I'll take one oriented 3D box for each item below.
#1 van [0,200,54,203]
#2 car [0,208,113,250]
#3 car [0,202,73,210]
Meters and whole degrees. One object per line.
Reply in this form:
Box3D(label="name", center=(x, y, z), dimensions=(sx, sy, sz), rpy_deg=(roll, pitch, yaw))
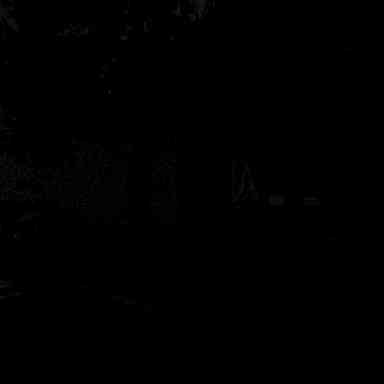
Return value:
Box3D(label="van", center=(-9.944, 1.509, 18.973), dimensions=(4.442, 1.987, 1.878), rpy_deg=(0, -1, -45))
Box3D(label="car", center=(-5.984, 1.680, 15.135), dimensions=(4.892, 1.521, 2.231), rpy_deg=(0, -1, -45))
Box3D(label="car", center=(-7.898, 1.582, 17.118), dimensions=(4.553, 1.767, 2.185), rpy_deg=(0, -1, -45))
